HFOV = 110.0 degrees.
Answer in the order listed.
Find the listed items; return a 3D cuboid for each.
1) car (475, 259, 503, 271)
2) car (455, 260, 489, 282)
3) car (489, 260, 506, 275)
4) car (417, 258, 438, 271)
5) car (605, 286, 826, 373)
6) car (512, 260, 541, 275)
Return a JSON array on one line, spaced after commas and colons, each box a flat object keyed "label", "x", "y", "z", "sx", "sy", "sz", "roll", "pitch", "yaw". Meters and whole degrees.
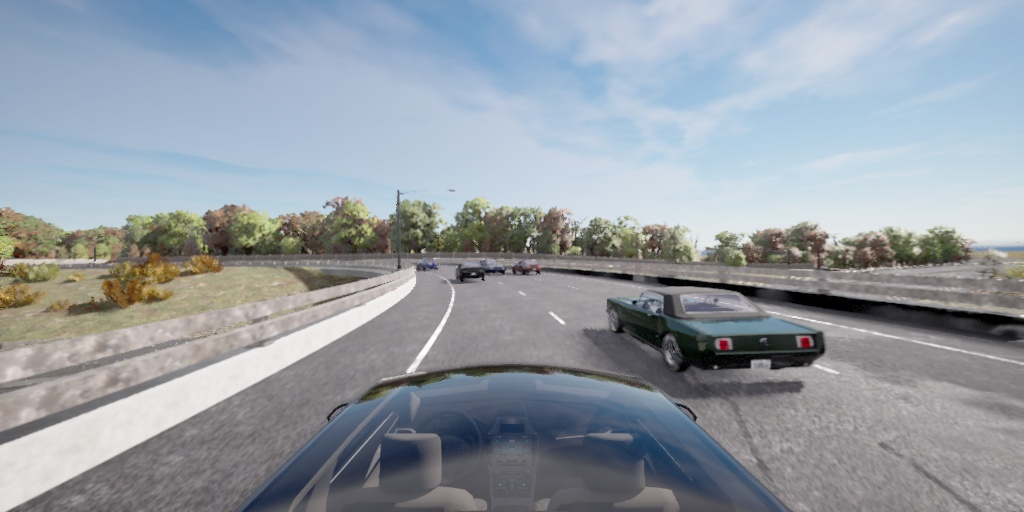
[{"label": "car", "x": -3.241, "y": 1.192, "z": 49.053, "sx": 2.033, "sy": 1.411, "sz": 5.357, "roll": -1, "pitch": 0, "yaw": -25}, {"label": "car", "x": -3.455, "y": 1.192, "z": 29.030, "sx": 1.882, "sy": 1.535, "sz": 5.008, "roll": -1, "pitch": 0, "yaw": -14}, {"label": "car", "x": -2.161, "y": 1.269, "z": 36.782, "sx": 1.895, "sy": 1.301, "sz": 4.718, "roll": -1, "pitch": 0, "yaw": -19}, {"label": "car", "x": -12.241, "y": 1.132, "z": 51.499, "sx": 2.097, "sy": 1.767, "sz": 4.553, "roll": -1, "pitch": 0, "yaw": -27}, {"label": "car", "x": 3.474, "y": 1.276, "z": 7.393, "sx": 1.895, "sy": 1.301, "sz": 4.718, "roll": -1, "pitch": 0, "yaw": -3}, {"label": "car", "x": 1.459, "y": 1.134, "z": 37.001, "sx": 1.812, "sy": 1.442, "sz": 4.674, "roll": -1, "pitch": 0, "yaw": -19}]
